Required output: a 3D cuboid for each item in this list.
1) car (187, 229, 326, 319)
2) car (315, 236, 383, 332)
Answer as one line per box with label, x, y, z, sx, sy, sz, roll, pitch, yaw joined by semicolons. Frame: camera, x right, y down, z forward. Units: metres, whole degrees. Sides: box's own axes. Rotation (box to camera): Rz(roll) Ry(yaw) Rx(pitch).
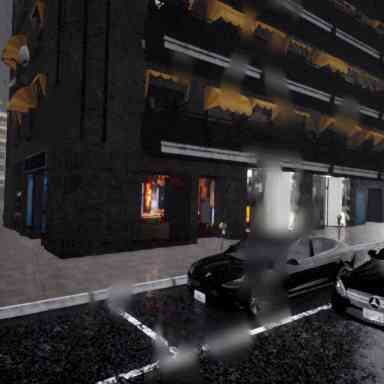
car;1.928;1.570;7.441;4.313;1.339;1.947;0;2;-35
car;4.522;1.530;6.171;4.674;1.442;1.812;0;0;-35
